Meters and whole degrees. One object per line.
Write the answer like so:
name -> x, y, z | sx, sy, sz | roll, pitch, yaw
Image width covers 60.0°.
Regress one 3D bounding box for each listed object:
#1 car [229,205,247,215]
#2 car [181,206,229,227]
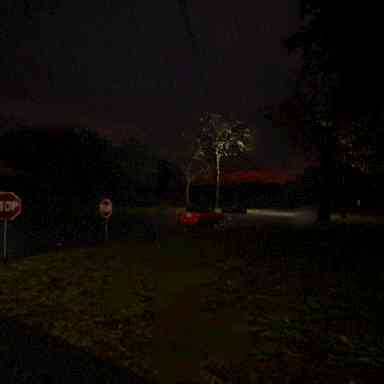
car -> 6.296, 2.674, 49.458 | 2.033, 1.411, 5.357 | 2, 0, 36
car -> 0.996, 2.123, 30.133 | 2.097, 1.767, 4.553 | 2, -1, 36
